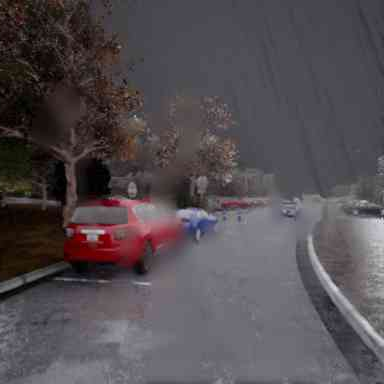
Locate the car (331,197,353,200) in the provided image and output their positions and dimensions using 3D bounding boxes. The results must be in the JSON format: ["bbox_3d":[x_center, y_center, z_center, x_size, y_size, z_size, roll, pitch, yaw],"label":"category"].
[{"bbox_3d":[22.624,1.913,46.165,5.366,1.575,1.946,1,-1,1],"label":"car"}]

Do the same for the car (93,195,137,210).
[{"bbox_3d":[-8.978,1.166,38.741,4.674,1.442,1.812,3,-1,23],"label":"car"}]

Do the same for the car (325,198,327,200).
[{"bbox_3d":[32.739,2.262,73.622,4.553,1.767,2.185,1,-1,1],"label":"car"}]

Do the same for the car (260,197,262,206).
[{"bbox_3d":[10.905,2.284,66.171,4.792,1.488,2.163,-1,-1,1],"label":"car"}]

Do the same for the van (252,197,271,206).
[{"bbox_3d":[17.268,2.330,82.714,4.442,1.987,1.878,-1,-2,1],"label":"van"}]

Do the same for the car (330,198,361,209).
[{"bbox_3d":[27.636,2.016,59.887,4.553,1.767,2.185,1,0,1],"label":"car"}]

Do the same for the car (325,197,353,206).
[{"bbox_3d":[34.864,2.246,79.113,5.566,2.045,2.435,1,-1,1],"label":"car"}]

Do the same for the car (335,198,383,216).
[{"bbox_3d":[18.306,1.733,35.183,4.892,1.521,2.231,1,-1,1],"label":"car"}]

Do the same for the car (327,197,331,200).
[{"bbox_3d":[26.577,2.096,57.143,4.892,1.521,2.231,1,0,1],"label":"car"}]

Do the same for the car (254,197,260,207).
[{"bbox_3d":[9.926,2.081,63.419,4.553,1.767,2.185,-1,-1,1],"label":"car"}]

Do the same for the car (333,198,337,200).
[{"bbox_3d":[20.380,1.824,40.667,4.892,1.521,2.231,1,0,1],"label":"car"}]

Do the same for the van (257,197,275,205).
[{"bbox_3d":[20.144,2.502,90.971,4.442,1.987,1.878,-1,-1,1],"label":"van"}]

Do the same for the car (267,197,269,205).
[{"bbox_3d":[14.230,2.394,74.438,5.366,1.575,1.946,-1,-2,1],"label":"car"}]

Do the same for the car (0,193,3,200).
[{"bbox_3d":[-26.014,0.237,42.054,4.718,1.301,1.895,3,-1,23],"label":"car"}]

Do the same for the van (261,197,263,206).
[{"bbox_3d":[11.854,2.077,68.927,4.442,1.987,1.878,-1,-1,1],"label":"van"}]

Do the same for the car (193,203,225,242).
[{"bbox_3d":[-0.121,1.528,16.752,2.097,1.535,5.008,0,0,19],"label":"car"}]

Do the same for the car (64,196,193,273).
[{"bbox_3d":[-1.891,1.252,11.026,2.435,2.045,5.566,0,0,14],"label":"car"}]

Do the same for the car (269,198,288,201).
[{"bbox_3d":[15.982,2.164,61.492,1.882,1.535,5.008,0,-1,21],"label":"car"}]

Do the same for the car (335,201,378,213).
[{"bbox_3d":[21.408,1.908,43.413,4.674,1.452,2.002,1,0,1],"label":"car"}]

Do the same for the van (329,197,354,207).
[{"bbox_3d":[31.854,2.113,70.878,4.442,1.987,1.878,1,-1,1],"label":"van"}]

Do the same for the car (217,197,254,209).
[{"bbox_3d":[6.814,1.819,55.160,5.566,2.045,2.435,-1,-2,1],"label":"car"}]

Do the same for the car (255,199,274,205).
[{"bbox_3d":[19.223,2.708,88.218,4.674,1.452,2.002,-1,-2,1],"label":"car"}]

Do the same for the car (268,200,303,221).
[{"bbox_3d":[8.036,1.583,27.553,2.033,1.411,5.357,-1,-1,23],"label":"car"}]

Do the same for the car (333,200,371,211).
[{"bbox_3d":[23.474,1.999,48.905,4.674,1.452,2.002,1,0,1],"label":"car"}]

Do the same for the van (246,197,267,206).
[{"bbox_3d":[14.961,2.226,77.197,4.442,1.987,1.878,-1,-1,1],"label":"van"}]

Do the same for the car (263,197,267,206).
[{"bbox_3d":[13.015,2.350,71.680,4.892,1.521,2.231,-1,-1,1],"label":"car"}]

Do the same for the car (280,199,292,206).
[{"bbox_3d":[21.548,2.452,76.213,2.128,1.511,4.902,0,-1,21],"label":"car"}]

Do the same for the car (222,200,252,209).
[{"bbox_3d":[7.796,2.146,57.902,4.792,1.488,2.163,-1,-1,1],"label":"car"}]

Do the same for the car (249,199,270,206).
[{"bbox_3d":[16.120,2.542,79.943,4.674,1.452,2.002,-1,-1,1],"label":"car"}]

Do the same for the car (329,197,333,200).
[{"bbox_3d":[24.513,2.005,51.645,4.892,1.521,2.231,1,0,1],"label":"car"}]

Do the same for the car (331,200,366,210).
[{"bbox_3d":[25.507,2.079,54.396,4.792,1.488,2.163,1,0,1],"label":"car"}]
